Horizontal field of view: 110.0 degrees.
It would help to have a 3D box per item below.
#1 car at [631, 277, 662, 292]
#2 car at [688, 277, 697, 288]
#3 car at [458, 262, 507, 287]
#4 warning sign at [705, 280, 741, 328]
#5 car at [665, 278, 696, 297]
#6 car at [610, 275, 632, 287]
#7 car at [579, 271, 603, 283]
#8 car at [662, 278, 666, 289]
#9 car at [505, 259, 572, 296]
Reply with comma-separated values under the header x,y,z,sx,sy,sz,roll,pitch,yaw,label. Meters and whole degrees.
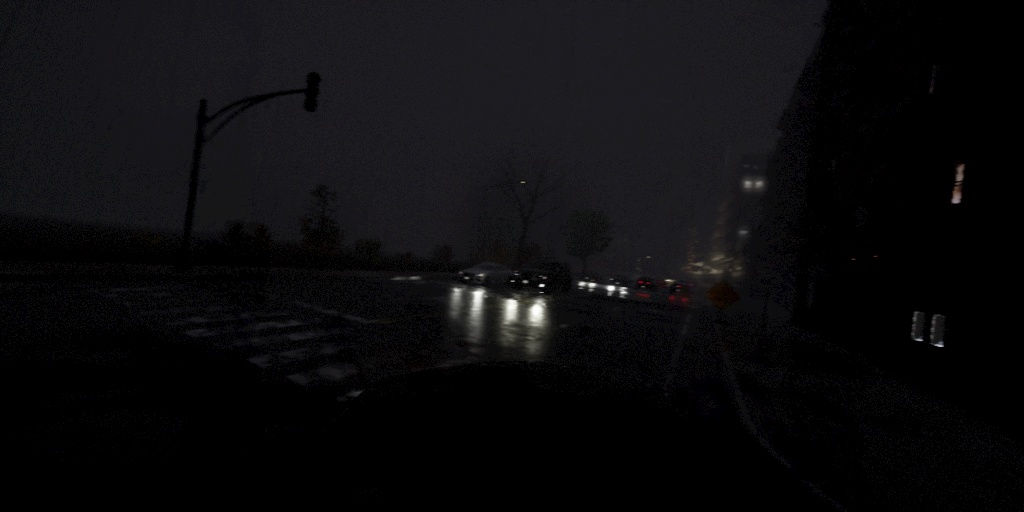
x,y,z,sx,sy,sz,roll,pitch,yaw,label
14.667,3.030,38.932,1.837,1.490,4.892,7,0,29,car
23.441,3.926,48.543,2.097,1.767,4.553,7,0,29,car
-1.482,1.115,22.692,1.812,1.442,4.674,7,0,28,car
8.635,1.909,14.942,1.300,1.860,1.060,0,0,28,warning sign
18.071,3.422,38.421,2.128,1.511,4.902,7,0,29,car
13.283,2.964,43.373,1.895,1.301,4.718,7,0,29,car
9.718,2.502,43.576,1.994,1.385,4.181,7,0,29,car
20.152,3.662,49.291,1.882,1.535,5.008,7,0,28,car
2.085,1.233,22.448,2.150,2.045,5.566,7,0,28,car
